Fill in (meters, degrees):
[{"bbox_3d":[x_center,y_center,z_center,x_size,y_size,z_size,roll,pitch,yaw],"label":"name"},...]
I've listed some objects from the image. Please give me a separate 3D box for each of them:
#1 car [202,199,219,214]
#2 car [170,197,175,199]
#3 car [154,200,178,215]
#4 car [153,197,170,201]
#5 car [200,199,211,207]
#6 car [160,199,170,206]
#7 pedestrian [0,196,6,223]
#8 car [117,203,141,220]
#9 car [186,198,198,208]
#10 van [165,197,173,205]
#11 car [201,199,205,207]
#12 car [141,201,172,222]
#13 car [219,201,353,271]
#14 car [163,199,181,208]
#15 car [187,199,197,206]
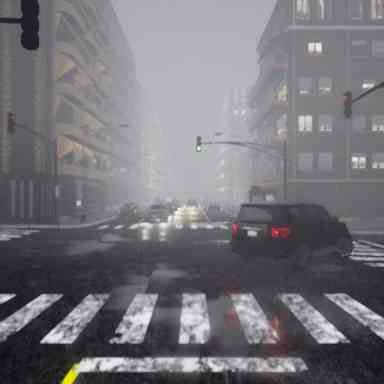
[{"bbox_3d":[2.691,1.984,42.276,2.008,1.369,4.403,0,-1,0],"label":"car"},{"bbox_3d":[-3.009,1.968,60.085,2.097,1.767,4.553,0,-1,0],"label":"car"},{"bbox_3d":[-3.085,1.964,39.056,1.994,1.385,4.181,0,-1,1],"label":"car"},{"bbox_3d":[-5.689,1.922,59.199,2.192,1.841,5.009,0,-1,0],"label":"car"},{"bbox_3d":[2.693,2.105,64.831,1.967,1.590,4.097,0,-1,0],"label":"car"},{"bbox_3d":[-5.687,2.246,70.305,1.752,1.417,4.829,0,-1,0],"label":"car"},{"bbox_3d":[-12.711,1.129,22.006,0.375,1.860,0.375,0,-1,-1],"label":"pedestrian"},{"bbox_3d":[-5.691,1.758,31.007,1.967,1.590,4.097,0,-1,0],"label":"car"},{"bbox_3d":[0.023,1.983,61.559,2.097,1.767,4.553,0,-1,0],"label":"car"},{"bbox_3d":[-5.686,2.178,81.754,1.690,1.788,3.998,0,-1,0],"label":"van"},{"bbox_3d":[2.692,2.036,47.914,1.887,1.381,4.507,0,-1,0],"label":"car"},{"bbox_3d":[-3.097,1.834,30.054,1.812,1.442,4.674,0,-1,0],"label":"car"},{"bbox_3d":[3.643,1.358,11.712,2.150,2.045,5.566,0,-1,44],"label":"car"},{"bbox_3d":[-3.068,2.103,49.018,1.895,1.301,4.718,0,-1,0],"label":"car"},{"bbox_3d":[0.009,2.209,71.335,1.882,1.535,5.008,0,-1,0],"label":"car"}]
